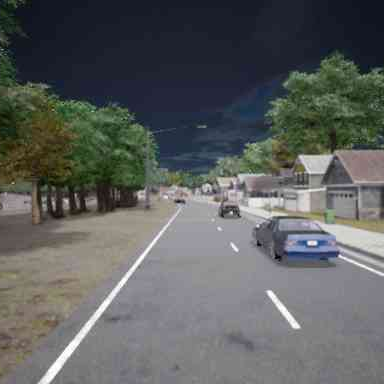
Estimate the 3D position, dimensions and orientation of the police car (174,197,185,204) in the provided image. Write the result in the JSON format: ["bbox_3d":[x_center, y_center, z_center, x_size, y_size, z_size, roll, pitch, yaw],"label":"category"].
[{"bbox_3d":[-2.668,2.037,78.988,1.930,1.638,5.238,0,0,-5],"label":"police car"}]

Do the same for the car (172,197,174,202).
[{"bbox_3d":[-3.718,2.180,88.839,1.837,1.490,4.892,0,0,-7],"label":"car"}]

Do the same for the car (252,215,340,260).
[{"bbox_3d":[3.602,1.586,12.467,2.033,1.411,5.357,0,0,0],"label":"car"}]

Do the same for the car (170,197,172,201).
[{"bbox_3d":[-4.508,2.165,94.990,1.801,1.575,5.366,0,0,-8],"label":"car"}]

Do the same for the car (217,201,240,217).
[{"bbox_3d":[3.607,1.675,32.993,1.837,1.490,4.892,0,-1,0],"label":"car"}]
